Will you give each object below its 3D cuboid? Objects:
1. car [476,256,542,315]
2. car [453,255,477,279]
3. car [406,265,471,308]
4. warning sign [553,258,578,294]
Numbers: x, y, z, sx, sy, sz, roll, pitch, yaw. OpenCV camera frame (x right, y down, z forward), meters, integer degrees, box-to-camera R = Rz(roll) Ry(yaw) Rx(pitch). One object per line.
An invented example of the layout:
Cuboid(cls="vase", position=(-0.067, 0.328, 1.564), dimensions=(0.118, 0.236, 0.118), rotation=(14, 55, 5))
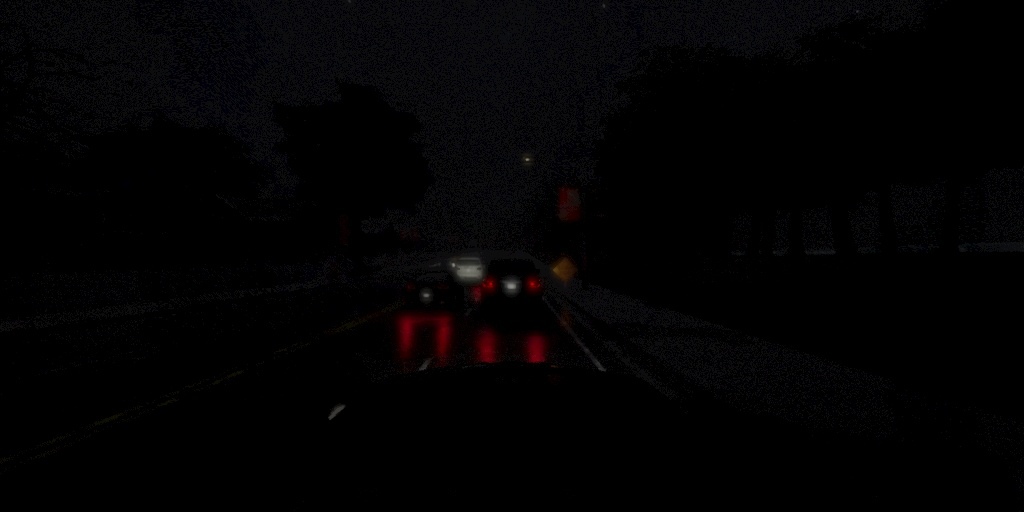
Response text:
Cuboid(cls="car", position=(-0.003, 1.095, 14.444), dimensions=(2.150, 2.045, 5.566), rotation=(0, 0, 0))
Cuboid(cls="car", position=(-3.268, 1.106, 29.427), dimensions=(2.150, 2.045, 5.566), rotation=(0, 1, 0))
Cuboid(cls="car", position=(-3.239, 1.358, 16.103), dimensions=(1.882, 1.535, 5.008), rotation=(0, 0, 0))
Cuboid(cls="warning sign", position=(2.835, 1.013, 18.954), dimensions=(1.300, 1.860, 1.060), rotation=(0, 0, 0))
